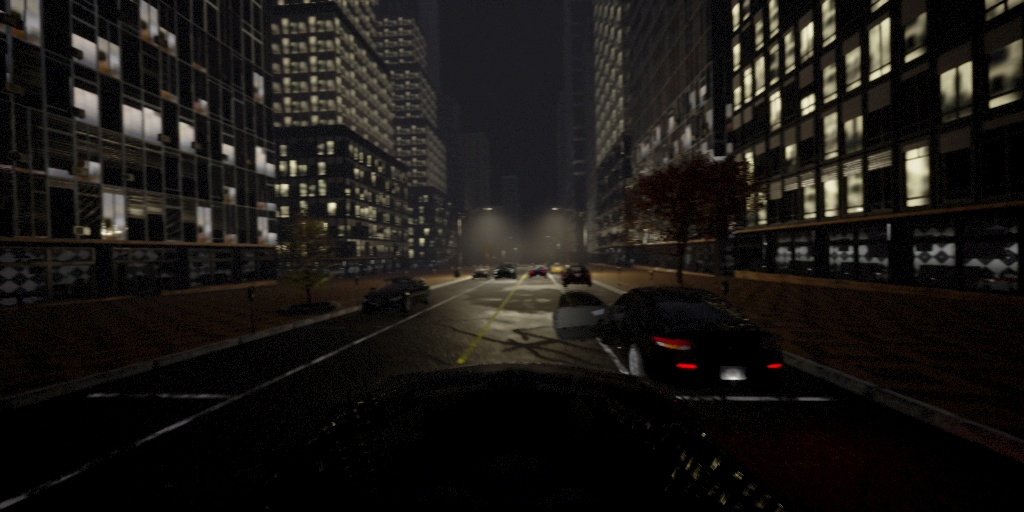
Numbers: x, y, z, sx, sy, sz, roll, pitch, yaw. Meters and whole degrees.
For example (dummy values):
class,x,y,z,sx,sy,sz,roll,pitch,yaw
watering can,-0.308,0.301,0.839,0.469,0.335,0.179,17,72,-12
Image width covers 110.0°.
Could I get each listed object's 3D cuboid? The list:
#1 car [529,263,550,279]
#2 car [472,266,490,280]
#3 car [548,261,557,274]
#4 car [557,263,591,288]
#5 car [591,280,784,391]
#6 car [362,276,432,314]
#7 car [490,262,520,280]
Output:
class,x,y,z,sx,sy,sz,roll,pitch,yaw
car,2.716,1.654,37.483,1.895,1.301,4.718,-1,-1,4
car,-3.062,1.729,37.461,2.007,1.370,4.403,0,0,4
car,6.098,1.617,48.268,1.751,1.417,4.829,0,0,4
car,4.507,1.332,25.654,1.967,1.591,4.097,0,0,4
car,2.812,1.262,6.608,1.812,1.442,4.674,-1,-1,4
car,-4.641,1.534,15.018,2.007,1.370,4.403,0,0,4
car,-0.584,1.458,35.722,2.097,1.767,4.553,-1,-1,4
